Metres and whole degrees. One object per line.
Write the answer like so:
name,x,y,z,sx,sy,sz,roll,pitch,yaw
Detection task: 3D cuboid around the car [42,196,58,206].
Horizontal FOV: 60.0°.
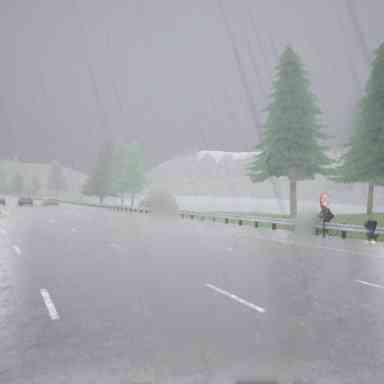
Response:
car,-23.640,1.478,55.371,1.882,1.535,5.008,0,0,-33

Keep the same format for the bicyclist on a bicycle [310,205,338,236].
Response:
bicyclist on a bicycle,6.762,1.418,16.918,1.656,1.620,0.582,4,-2,-14

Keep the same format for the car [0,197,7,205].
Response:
car,-32.451,1.526,56.119,1.812,1.442,4.674,0,0,-32

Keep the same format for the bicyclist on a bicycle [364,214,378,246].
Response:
bicyclist on a bicycle,7.841,1.727,14.526,0.582,1.656,1.620,4,4,38

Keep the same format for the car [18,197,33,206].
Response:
car,-27.542,1.491,54.965,2.128,1.511,4.902,0,0,-33
